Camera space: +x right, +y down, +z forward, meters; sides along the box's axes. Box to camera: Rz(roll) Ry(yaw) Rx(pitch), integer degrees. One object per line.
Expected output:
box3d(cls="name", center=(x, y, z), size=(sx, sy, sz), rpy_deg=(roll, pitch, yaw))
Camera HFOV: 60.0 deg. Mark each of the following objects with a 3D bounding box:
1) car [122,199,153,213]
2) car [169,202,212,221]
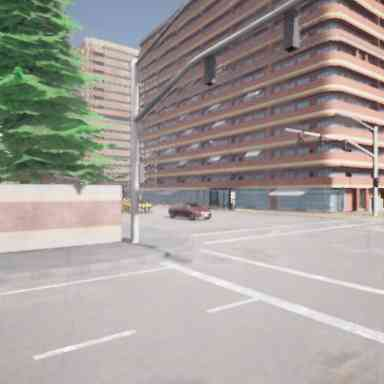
box3d(cls="car", center=(-6.045, 1.513, 36.280), size=(1.882, 1.535, 5.008), rpy_deg=(0, 0, -35))
box3d(cls="car", center=(-0.256, 1.561, 28.070), size=(1.812, 1.442, 4.674), rpy_deg=(0, 0, -36))
